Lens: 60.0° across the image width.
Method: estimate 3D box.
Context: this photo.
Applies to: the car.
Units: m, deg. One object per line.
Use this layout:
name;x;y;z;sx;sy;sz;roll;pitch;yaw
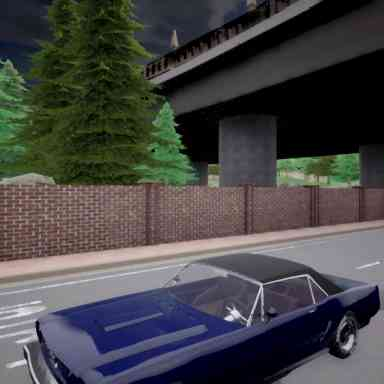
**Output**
car;0.478;1.601;4.372;4.718;1.301;1.895;0;0;-37
